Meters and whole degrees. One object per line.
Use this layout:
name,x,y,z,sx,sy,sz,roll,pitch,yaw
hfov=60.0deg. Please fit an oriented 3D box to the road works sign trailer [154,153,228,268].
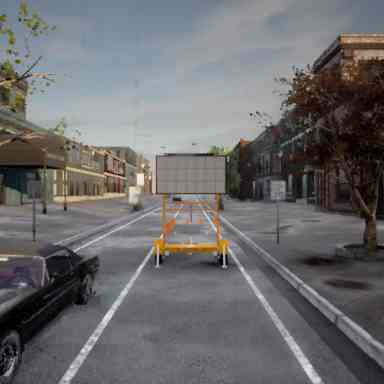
road works sign trailer,-0.031,0.485,11.377,2.380,3.560,2.880,0,0,0

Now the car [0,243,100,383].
car,-3.013,1.611,5.360,1.895,1.301,4.718,0,0,0

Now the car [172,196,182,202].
car,-3.204,1.529,71.276,1.895,1.301,4.718,0,1,0
